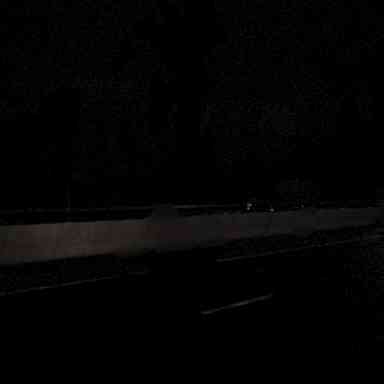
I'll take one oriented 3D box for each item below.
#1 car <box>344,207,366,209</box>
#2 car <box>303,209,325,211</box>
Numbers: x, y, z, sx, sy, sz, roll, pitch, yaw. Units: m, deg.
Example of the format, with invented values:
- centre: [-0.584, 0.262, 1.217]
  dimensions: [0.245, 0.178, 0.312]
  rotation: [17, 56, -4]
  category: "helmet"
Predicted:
- centre: [18.788, 1.658, 38.834]
  dimensions: [4.181, 1.385, 1.994]
  rotation: [0, 0, -35]
  category: "car"
- centre: [14.062, 1.591, 39.777]
  dimensions: [4.892, 1.490, 1.837]
  rotation: [0, 0, -35]
  category: "car"
